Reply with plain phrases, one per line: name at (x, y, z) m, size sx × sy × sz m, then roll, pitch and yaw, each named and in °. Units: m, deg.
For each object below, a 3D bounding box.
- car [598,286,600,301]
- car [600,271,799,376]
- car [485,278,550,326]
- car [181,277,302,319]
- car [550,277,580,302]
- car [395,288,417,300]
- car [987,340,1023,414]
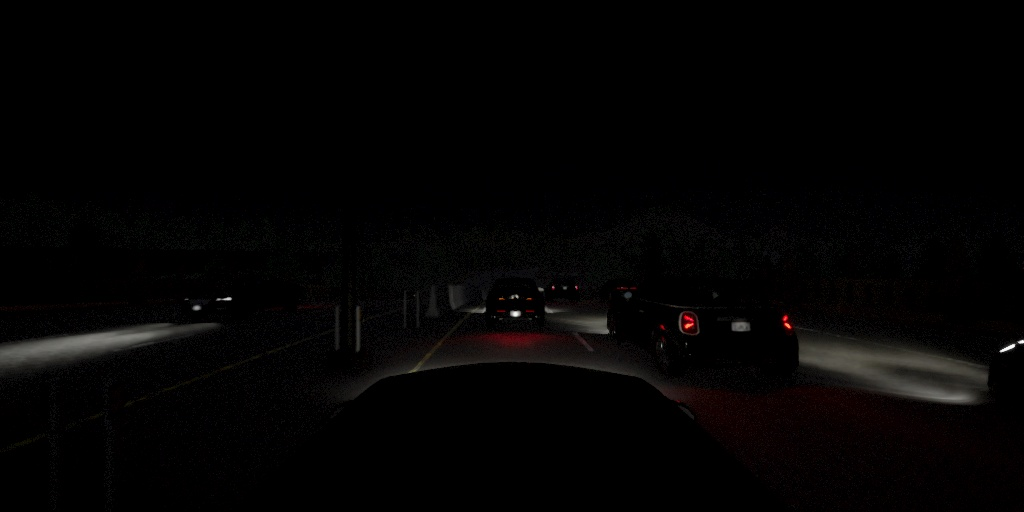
car at (7.108, 2.338, 24.048) m, size 1.837 × 1.490 × 4.892 m, roll 0°, pitch -6°, yaw 0°
car at (3.602, 1.188, 7.767) m, size 2.097 × 1.767 × 4.553 m, roll 0°, pitch -2°, yaw 0°
car at (0.103, 1.526, 12.726) m, size 1.837 × 1.490 × 4.892 m, roll 0°, pitch -3°, yaw 0°
car at (-10.592, 1.609, 14.518) m, size 2.128 × 1.511 × 4.902 m, roll 0°, pitch -3°, yaw 0°
car at (3.609, 2.433, 26.492) m, size 2.097 × 1.767 × 4.553 m, roll 0°, pitch -6°, yaw 0°
car at (-14.014, 5.050, 47.599) m, size 1.882 × 1.535 × 5.008 m, roll 0°, pitch -7°, yaw 1°
car at (7.100, 1.105, 2.609) m, size 2.097 × 1.767 × 4.553 m, roll 0°, pitch 0°, yaw 0°
